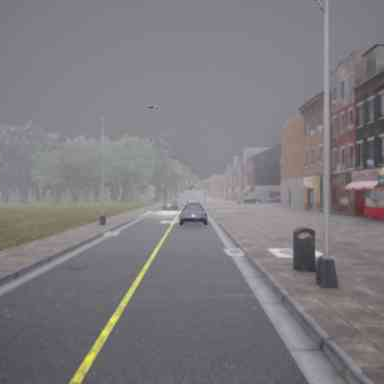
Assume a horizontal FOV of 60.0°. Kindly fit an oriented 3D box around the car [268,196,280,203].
[{"bbox_3d":[15.974,1.368,60.939,4.206,1.307,1.802,-1,1,0],"label":"car"}]

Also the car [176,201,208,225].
[{"bbox_3d":[0.104,1.581,24.558,1.994,1.385,4.181,0,0,0],"label":"car"}]

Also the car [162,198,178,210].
[{"bbox_3d":[-2.783,1.544,42.976,2.128,1.511,4.902,0,0,1],"label":"car"}]

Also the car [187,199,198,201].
[{"bbox_3d":[0.106,1.575,42.432,1.812,1.442,4.674,0,0,0],"label":"car"}]

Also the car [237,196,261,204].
[{"bbox_3d":[10.442,1.457,60.942,4.403,1.369,2.008,-1,1,0],"label":"car"}]
